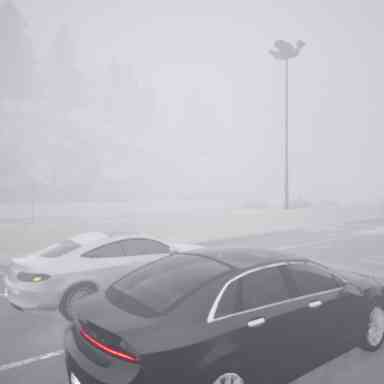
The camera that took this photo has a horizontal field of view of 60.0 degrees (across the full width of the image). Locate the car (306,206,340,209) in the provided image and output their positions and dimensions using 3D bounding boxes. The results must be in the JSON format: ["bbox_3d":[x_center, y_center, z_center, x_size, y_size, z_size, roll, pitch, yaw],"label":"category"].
[{"bbox_3d":[14.302,1.543,35.278,1.812,1.442,4.674,0,0,44],"label":"car"}]

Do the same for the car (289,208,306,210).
[{"bbox_3d":[12.301,1.503,38.248,1.882,1.535,5.008,0,0,44],"label":"car"}]

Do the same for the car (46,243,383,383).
[{"bbox_3d":[0.873,1.510,4.523,4.892,1.490,1.837,0,0,-36],"label":"car"}]

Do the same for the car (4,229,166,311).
[{"bbox_3d":[-1.384,1.538,7.207,4.674,1.442,1.812,0,0,-36],"label":"car"}]
